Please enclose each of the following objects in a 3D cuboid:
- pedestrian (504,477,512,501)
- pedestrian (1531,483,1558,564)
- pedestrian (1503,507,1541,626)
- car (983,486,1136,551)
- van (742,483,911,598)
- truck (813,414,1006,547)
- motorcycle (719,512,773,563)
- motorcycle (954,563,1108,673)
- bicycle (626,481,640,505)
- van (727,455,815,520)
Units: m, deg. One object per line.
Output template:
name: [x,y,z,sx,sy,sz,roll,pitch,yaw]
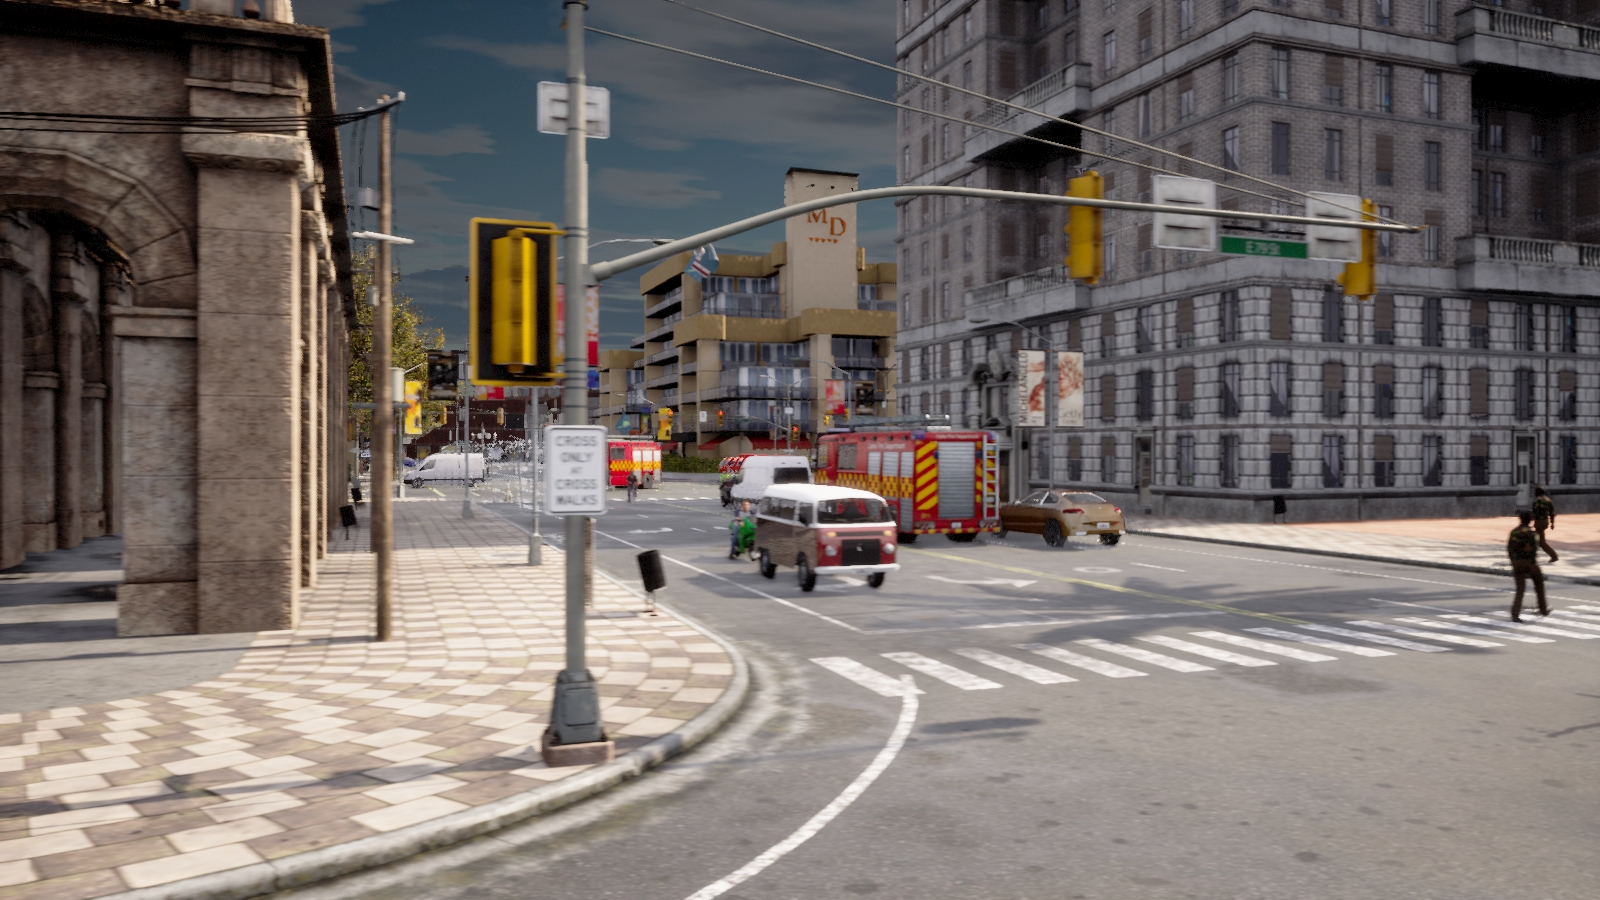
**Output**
pedestrian: [-15.949,2.129,62.360,0.375,1.300,0.375,0,0,-9]
pedestrian: [17.333,1.696,26.599,0.375,1.860,0.375,0,0,-16]
pedestrian: [11.572,1.849,18.309,0.375,1.860,0.375,0,0,-29]
car: [7.722,1.992,34.643,2.152,1.651,5.027,0,0,-20]
van: [0.425,1.783,24.127,2.069,2.038,4.480,0,0,-20]
truck: [3.291,0.891,37.399,2.891,3.827,8.468,0,0,-20]
motorcycle: [-1.393,2.213,29.139,0.803,1.145,2.033,0,0,-20]
motorcycle: [3.035,2.182,15.056,1.805,1.236,0.856,0,0,-20]
bicycle: [-8.573,2.210,58.637,0.329,1.171,1.835,0,0,-20]
van: [-1.344,1.535,49.215,1.988,2.561,5.915,0,0,-21]
